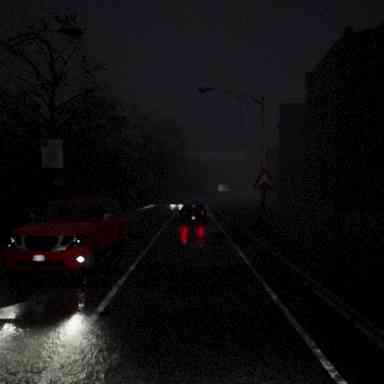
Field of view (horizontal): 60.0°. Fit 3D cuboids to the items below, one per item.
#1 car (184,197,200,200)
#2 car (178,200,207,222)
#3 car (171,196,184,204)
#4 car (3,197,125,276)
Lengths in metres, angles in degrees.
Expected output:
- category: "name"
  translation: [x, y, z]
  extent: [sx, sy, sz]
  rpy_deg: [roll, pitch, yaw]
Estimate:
- category: "car"
  translation: [0.313, 1.397, 41.390]
  extent: [1.812, 1.442, 4.674]
  rpy_deg: [0, 0, 2]
- category: "car"
  translation: [0.098, 1.518, 25.466]
  extent: [1.895, 1.301, 4.718]
  rpy_deg: [0, 0, 0]
- category: "car"
  translation: [-2.168, 1.277, 54.222]
  extent: [1.994, 1.385, 4.181]
  rpy_deg: [1, 1, 9]
- category: "car"
  translation: [-3.601, 1.187, 10.582]
  extent: [2.150, 2.045, 5.566]
  rpy_deg: [0, 0, 0]
